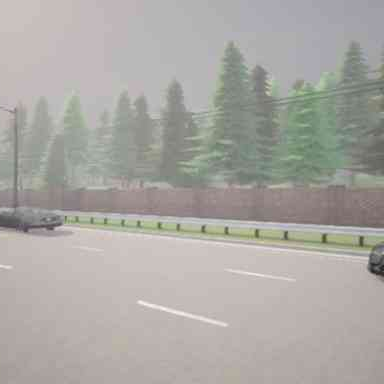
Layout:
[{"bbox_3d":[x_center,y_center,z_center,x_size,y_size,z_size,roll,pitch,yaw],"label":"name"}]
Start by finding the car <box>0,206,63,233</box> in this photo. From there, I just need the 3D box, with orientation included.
[{"bbox_3d":[-9.853,1.555,19.603,5.357,1.411,2.033,0,0,35],"label":"car"}]

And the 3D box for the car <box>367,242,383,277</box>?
[{"bbox_3d":[6.550,1.564,7.920,4.181,1.385,1.994,0,0,35],"label":"car"}]
